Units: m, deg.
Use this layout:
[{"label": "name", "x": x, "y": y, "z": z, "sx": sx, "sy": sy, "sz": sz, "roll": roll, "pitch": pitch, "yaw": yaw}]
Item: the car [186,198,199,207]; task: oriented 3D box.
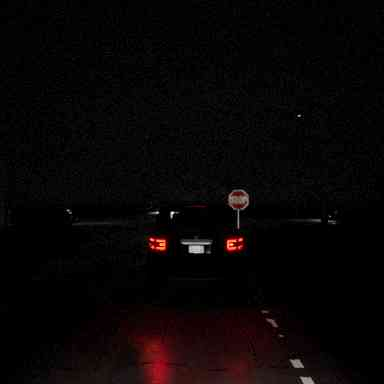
[{"label": "car", "x": 0.092, "y": 1.603, "z": 52.648, "sx": 1.994, "sy": 1.385, "sz": 4.181, "roll": 0, "pitch": 0, "yaw": 0}]

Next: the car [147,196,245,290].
[{"label": "car", "x": 0.098, "y": 1.225, "z": 9.238, "sx": 2.150, "sy": 2.045, "sz": 5.566, "roll": 0, "pitch": 0, "yaw": 0}]

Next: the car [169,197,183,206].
[{"label": "car", "x": -2.788, "y": 1.592, "z": 58.686, "sx": 2.033, "sy": 1.411, "sz": 5.357, "roll": 0, "pitch": 0, "yaw": 1}]

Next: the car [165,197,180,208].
[{"label": "car", "x": -2.835, "y": 1.513, "z": 48.923, "sx": 1.882, "sy": 1.535, "sz": 5.008, "roll": 0, "pitch": 0, "yaw": 0}]

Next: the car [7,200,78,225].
[{"label": "car", "x": -10.650, "y": 1.399, "z": 24.032, "sx": 4.553, "sy": 1.767, "sz": 2.097, "roll": 0, "pitch": -1, "yaw": -6}]

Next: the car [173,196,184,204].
[{"label": "car", "x": -2.761, "y": 1.599, "z": 69.177, "sx": 2.033, "sy": 1.411, "sz": 5.357, "roll": 0, "pitch": 0, "yaw": 0}]

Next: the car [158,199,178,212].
[{"label": "car", "x": -2.839, "y": 1.590, "z": 40.091, "sx": 1.994, "sy": 1.385, "sz": 4.181, "roll": 0, "pitch": 0, "yaw": 0}]

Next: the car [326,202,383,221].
[{"label": "car", "x": 13.663, "y": 1.540, "z": 26.617, "sx": 5.357, "sy": 1.411, "sz": 2.033, "roll": 0, "pitch": -1, "yaw": -1}]
